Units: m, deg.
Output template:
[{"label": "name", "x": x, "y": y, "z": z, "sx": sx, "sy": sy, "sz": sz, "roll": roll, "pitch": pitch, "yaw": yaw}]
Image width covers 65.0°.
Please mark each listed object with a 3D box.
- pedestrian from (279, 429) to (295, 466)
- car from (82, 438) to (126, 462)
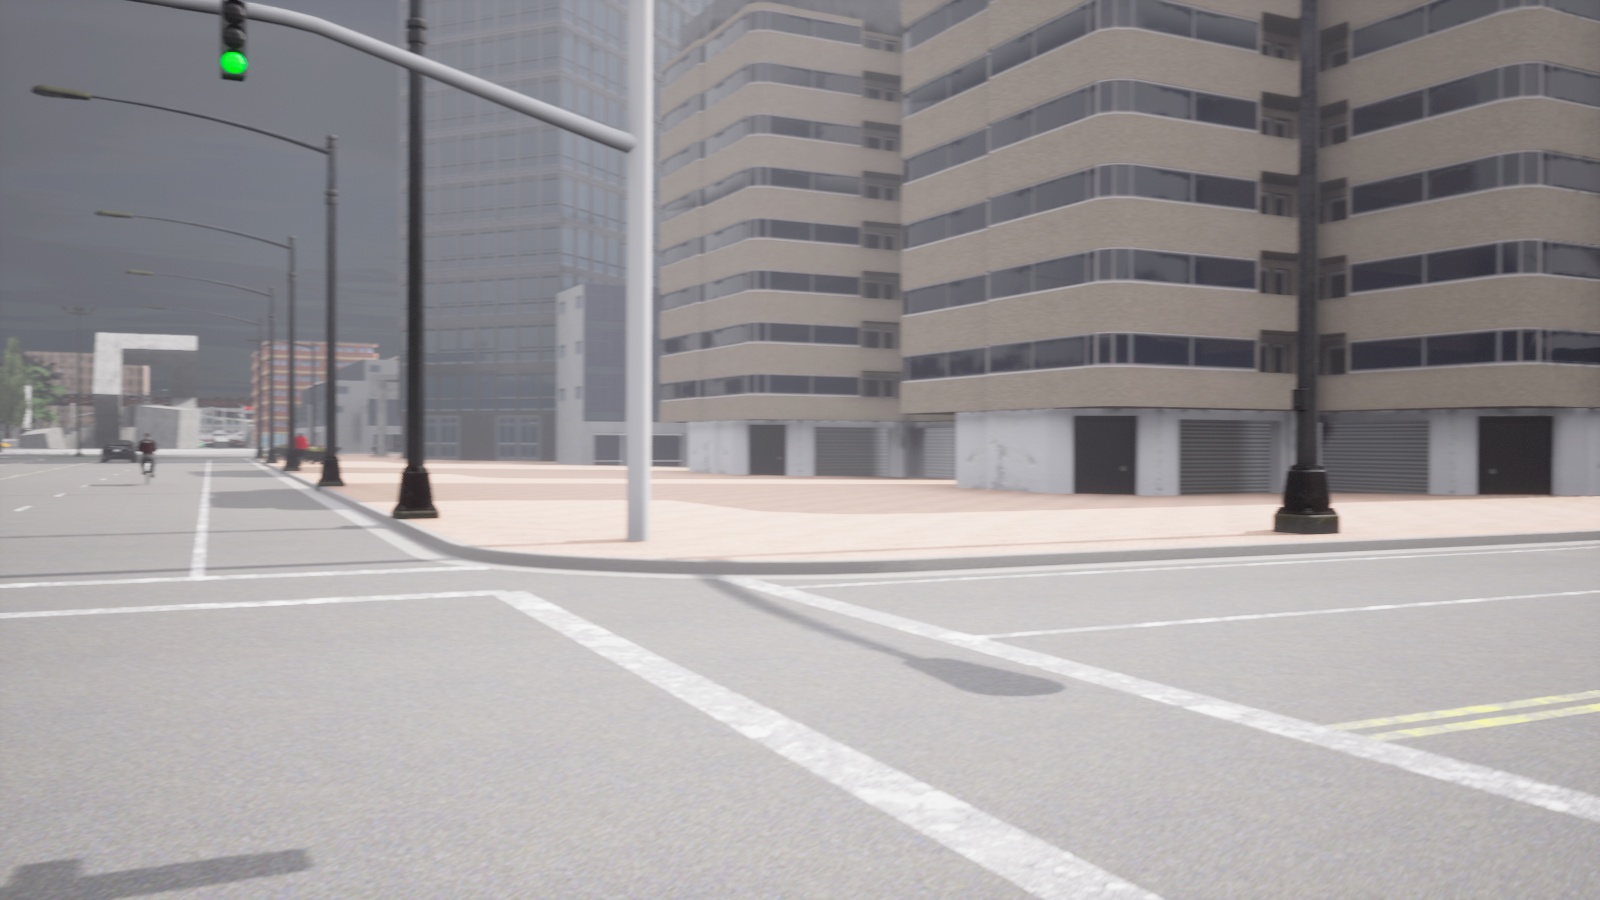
[{"label": "pedestrian", "x": -25.978, "y": -0.131, "z": 63.598, "sx": 0.634, "sy": 1.844, "sz": 0.899, "roll": 0, "pitch": 0, "yaw": -28}, {"label": "car", "x": -44.974, "y": -0.004, "z": 81.234, "sx": 2.163, "sy": 1.488, "sz": 4.792, "roll": 0, "pitch": 0, "yaw": -26}]
